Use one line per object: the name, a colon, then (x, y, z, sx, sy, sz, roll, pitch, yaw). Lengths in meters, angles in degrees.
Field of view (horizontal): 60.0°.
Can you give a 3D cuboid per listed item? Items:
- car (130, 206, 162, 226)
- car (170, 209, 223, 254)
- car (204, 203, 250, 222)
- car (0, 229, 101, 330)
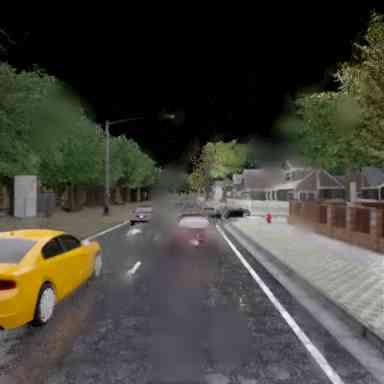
car: (-3.409, 1.737, 25.097, 2.033, 1.411, 5.357, 0, 0, 0)
car: (0.097, 1.639, 13.881, 1.812, 1.442, 4.674, 0, -1, 1)
car: (3.021, 1.681, 28.647, 4.902, 1.511, 2.128, -1, -1, -44)
car: (-3.425, 1.539, 7.181, 1.882, 1.535, 5.008, 0, 0, 1)
